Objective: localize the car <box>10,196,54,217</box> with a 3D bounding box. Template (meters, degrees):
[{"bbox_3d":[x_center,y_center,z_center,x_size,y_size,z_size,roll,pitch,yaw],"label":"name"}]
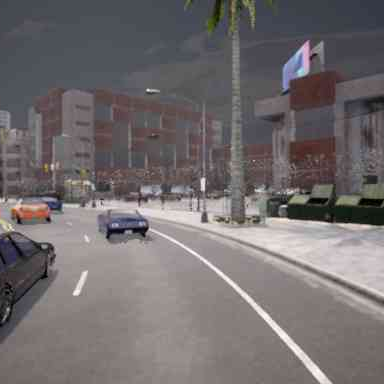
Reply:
[{"bbox_3d":[-11.743,1.172,24.032,2.097,1.767,4.553,-1,1,-34],"label":"car"}]

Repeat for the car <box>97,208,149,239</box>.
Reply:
[{"bbox_3d":[-3.598,1.448,16.587,1.895,1.301,4.718,-1,1,-22],"label":"car"}]

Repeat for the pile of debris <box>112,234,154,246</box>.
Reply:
[{"bbox_3d":[-2.577,2.042,14.234,1.500,0.140,1.860,-1,1,-19],"label":"pile of debris"}]

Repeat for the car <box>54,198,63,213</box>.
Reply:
[{"bbox_3d":[-14.324,1.226,32.422,1.882,1.535,5.008,-1,1,-42],"label":"car"}]

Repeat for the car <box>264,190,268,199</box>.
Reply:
[{"bbox_3d":[10.921,0.843,49.796,4.674,1.452,2.002,0,1,45],"label":"car"}]

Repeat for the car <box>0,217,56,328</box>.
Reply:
[{"bbox_3d":[-4.180,1.502,6.596,2.033,1.411,5.357,0,1,-11],"label":"car"}]

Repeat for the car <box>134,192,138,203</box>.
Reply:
[{"bbox_3d":[-9.024,0.755,53.441,4.553,1.767,2.185,0,1,45],"label":"car"}]
